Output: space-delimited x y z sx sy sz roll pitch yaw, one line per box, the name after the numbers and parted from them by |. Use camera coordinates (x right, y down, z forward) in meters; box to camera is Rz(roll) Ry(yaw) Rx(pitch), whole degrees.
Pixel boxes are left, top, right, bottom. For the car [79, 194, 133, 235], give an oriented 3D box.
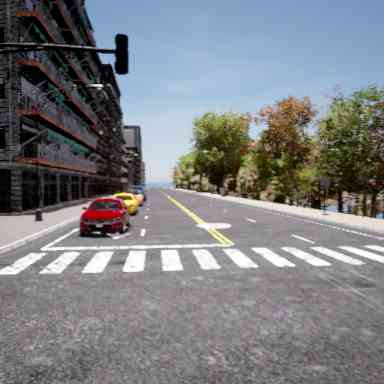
-4.119 1.073 16.198 1.882 1.535 5.008 0 1 -7 | car

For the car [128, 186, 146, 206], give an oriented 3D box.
-6.325 0.548 35.224 2.097 1.767 4.553 0 1 -6 | car

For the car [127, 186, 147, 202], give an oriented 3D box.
-7.482 0.200 45.688 2.150 2.045 5.566 0 1 -5 | car

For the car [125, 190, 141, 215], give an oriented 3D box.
-5.209 0.876 25.556 1.882 1.535 5.008 0 1 -7 | car
